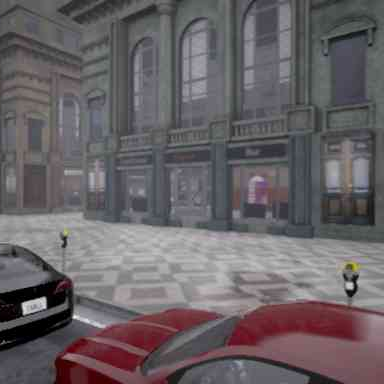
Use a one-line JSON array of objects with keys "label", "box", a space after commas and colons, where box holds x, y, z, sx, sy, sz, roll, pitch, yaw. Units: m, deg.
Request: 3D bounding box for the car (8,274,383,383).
[{"label": "car", "box": [0.783, 1.545, 2.402, 4.507, 1.381, 1.887, 0, 0, 35]}]

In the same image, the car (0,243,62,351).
[{"label": "car", "box": [-3.806, 1.563, 5.674, 4.313, 1.339, 1.947, 0, 0, 35]}]
